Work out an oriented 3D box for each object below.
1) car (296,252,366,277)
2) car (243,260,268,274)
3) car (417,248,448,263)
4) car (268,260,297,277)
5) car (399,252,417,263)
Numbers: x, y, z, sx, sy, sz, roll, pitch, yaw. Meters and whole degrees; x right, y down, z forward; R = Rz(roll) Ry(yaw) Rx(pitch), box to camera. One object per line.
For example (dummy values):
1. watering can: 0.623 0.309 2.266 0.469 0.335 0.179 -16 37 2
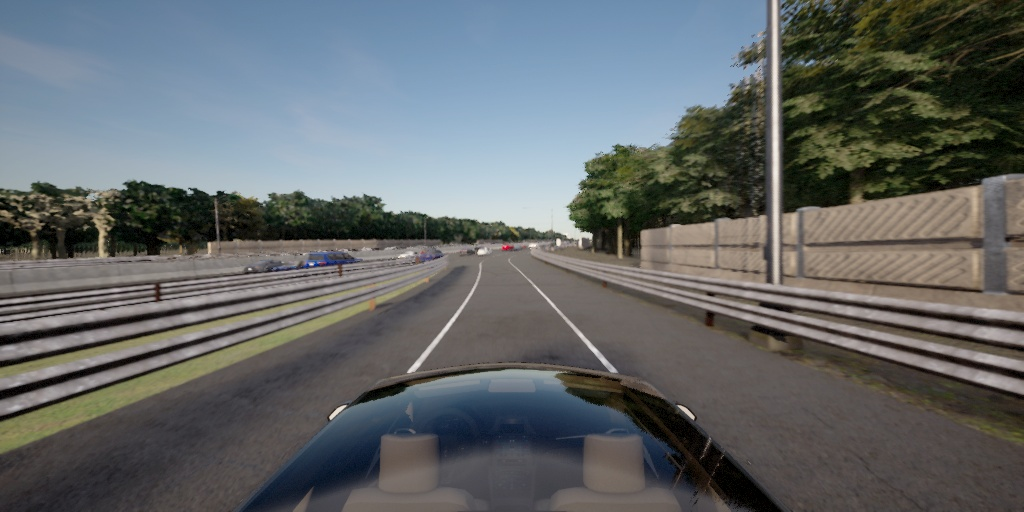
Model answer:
1. car: -14.933 0.669 30.553 2.150 2.045 5.566 0 3 15
2. car: -21.699 1.003 32.350 1.994 1.385 4.181 0 3 15
3. car: -10.250 -0.046 47.890 2.097 1.767 4.553 0 3 15
4. car: -18.313 1.046 31.467 1.895 1.301 4.718 0 3 15
5. car: -13.614 0.119 48.854 1.812 1.442 4.674 0 3 15
